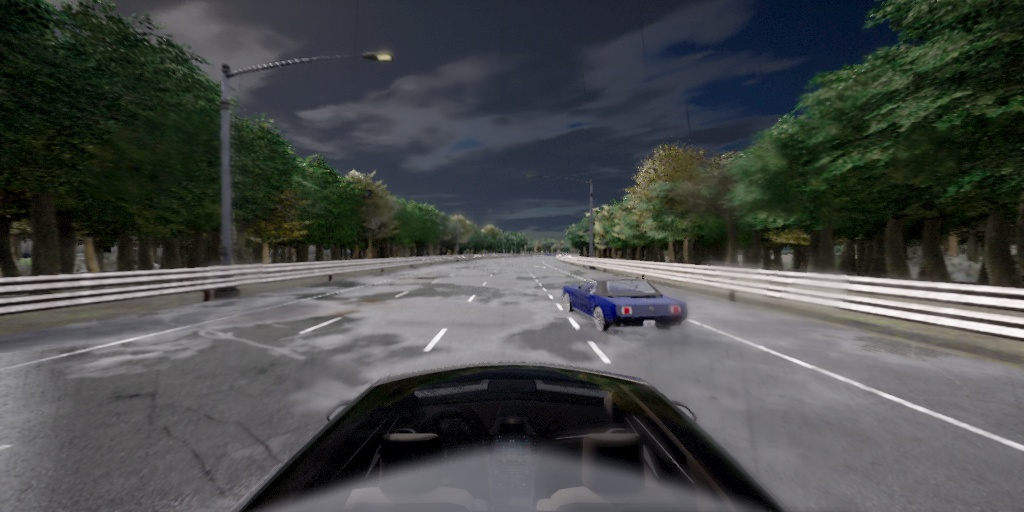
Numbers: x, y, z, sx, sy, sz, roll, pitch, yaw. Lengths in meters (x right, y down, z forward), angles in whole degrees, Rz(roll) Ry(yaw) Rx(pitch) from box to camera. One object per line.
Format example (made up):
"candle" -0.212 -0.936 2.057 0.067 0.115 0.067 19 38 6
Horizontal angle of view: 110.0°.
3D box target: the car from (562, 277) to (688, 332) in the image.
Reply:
"car" 2.906 1.252 10.521 1.895 1.301 4.718 0 1 -8
